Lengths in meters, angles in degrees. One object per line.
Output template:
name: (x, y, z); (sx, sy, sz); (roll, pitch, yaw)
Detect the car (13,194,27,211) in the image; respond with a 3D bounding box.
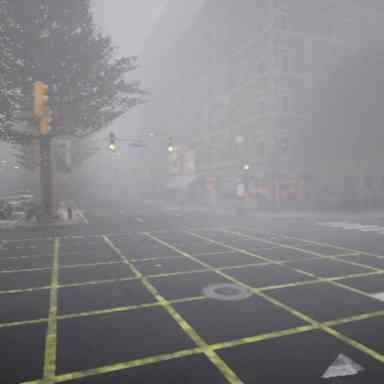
car: (-18.765, 1.214, 34.795); (1.812, 1.442, 4.674); (-1, 1, -21)

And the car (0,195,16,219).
car: (-15.418, 1.281, 26.162); (1.837, 1.490, 4.892); (-1, 1, -21)

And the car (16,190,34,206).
car: (-22.673, 0.808, 44.808); (2.150, 2.045, 5.566); (-1, 1, -21)
